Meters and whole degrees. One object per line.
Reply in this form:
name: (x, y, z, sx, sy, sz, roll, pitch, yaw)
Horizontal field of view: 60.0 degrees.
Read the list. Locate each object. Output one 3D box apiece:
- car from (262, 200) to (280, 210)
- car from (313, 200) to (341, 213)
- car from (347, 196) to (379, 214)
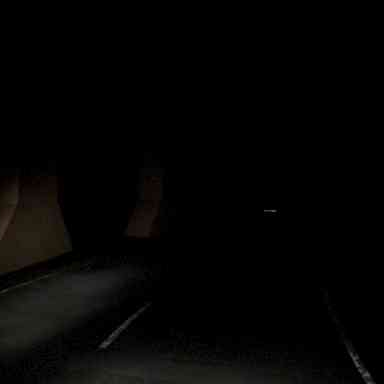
car: (11.438, 1.720, 45.234, 1.994, 1.385, 4.181, 0, 0, 43)
car: (16.136, 1.676, 39.708, 1.882, 1.535, 5.008, 0, 0, 42)
car: (19.890, 1.456, 38.671, 2.150, 2.045, 5.566, 0, 0, 43)
